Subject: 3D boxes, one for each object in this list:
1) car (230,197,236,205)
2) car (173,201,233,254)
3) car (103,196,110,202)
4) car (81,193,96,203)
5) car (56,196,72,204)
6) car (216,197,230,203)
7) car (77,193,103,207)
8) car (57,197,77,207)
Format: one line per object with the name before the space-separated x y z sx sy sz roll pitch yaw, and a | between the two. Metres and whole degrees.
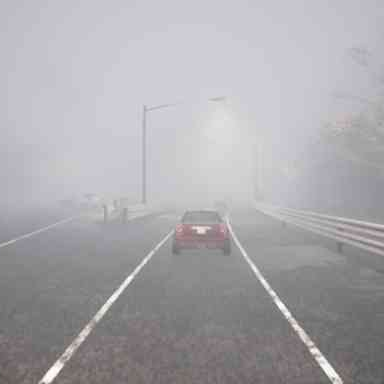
car | 8.023 1.824 70.720 2.097 1.767 4.553 0 0 14
car | 0.425 1.441 14.023 2.097 1.767 4.553 0 0 2
car | -18.440 1.487 70.313 2.128 1.511 4.902 0 0 -9
car | -22.097 1.170 71.055 2.150 2.045 5.566 0 0 -9
car | -24.387 1.526 63.686 1.895 1.301 4.718 0 0 -9
car | 4.658 1.863 53.289 1.837 1.490 4.892 0 -1 10
car | -15.043 1.175 49.261 2.150 2.045 5.566 0 0 -9
car | -18.835 1.465 50.851 1.812 1.442 4.674 0 0 -9
